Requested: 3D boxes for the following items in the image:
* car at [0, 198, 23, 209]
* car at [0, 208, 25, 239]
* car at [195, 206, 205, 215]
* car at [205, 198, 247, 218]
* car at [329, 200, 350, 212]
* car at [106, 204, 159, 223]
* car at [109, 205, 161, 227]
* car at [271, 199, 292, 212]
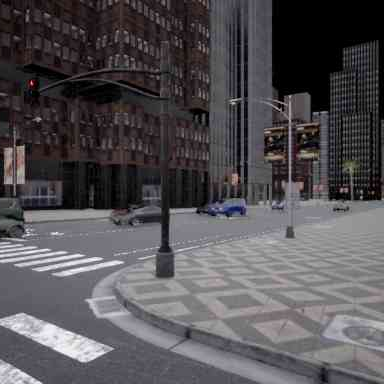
[{"bbox_3d":[-12.636,1.372,19.152,2.150,2.045,5.566,0,-1,38],"label":"car"},{"bbox_3d":[-10.486,1.700,16.239,1.994,1.385,4.181,0,-1,35],"label":"car"},{"bbox_3d":[2.550,2.075,40.337,2.033,1.411,5.357,0,-1,35],"label":"car"},{"bbox_3d":[4.124,1.727,36.927,2.150,2.045,5.566,0,-1,35],"label":"car"},{"bbox_3d":[24.164,2.434,53.705,2.033,1.411,5.357,0,-1,34],"label":"car"},{"bbox_3d":[-5.152,1.858,29.438,1.812,1.442,4.674,0,-1,35],"label":"car"},{"bbox_3d":[-3.919,1.804,25.543,1.837,1.490,4.892,0,-1,35],"label":"car"},{"bbox_3d":[13.616,2.140,50.217,1.882,1.535,5.008,0,-1,35],"label":"car"}]
